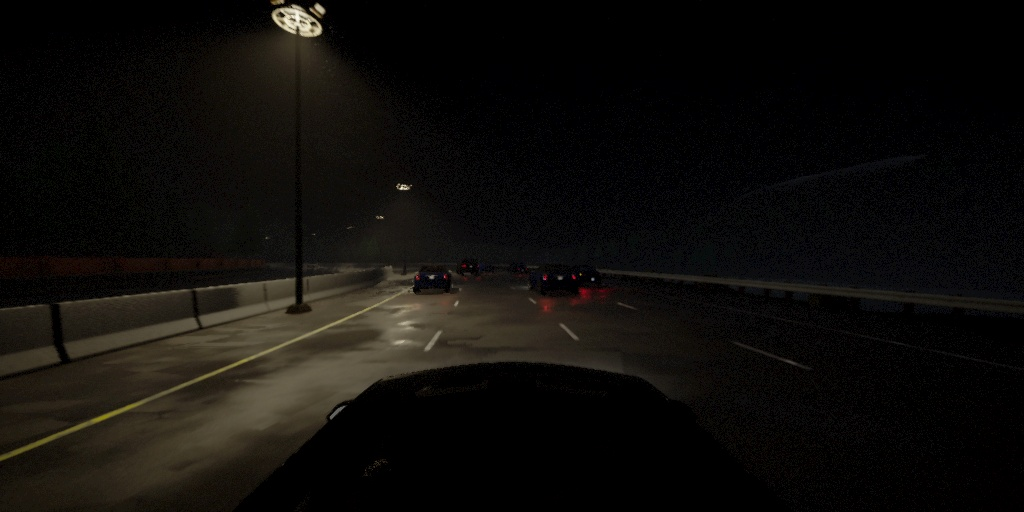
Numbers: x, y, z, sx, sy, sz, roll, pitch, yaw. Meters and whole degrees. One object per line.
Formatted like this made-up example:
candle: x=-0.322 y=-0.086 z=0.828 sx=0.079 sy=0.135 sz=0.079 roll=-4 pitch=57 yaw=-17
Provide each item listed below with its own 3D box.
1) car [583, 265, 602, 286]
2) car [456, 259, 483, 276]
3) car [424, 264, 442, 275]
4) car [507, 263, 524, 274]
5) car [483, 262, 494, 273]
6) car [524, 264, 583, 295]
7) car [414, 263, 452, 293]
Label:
car: x=5.128 y=1.409 z=26.706 sx=1.812 sy=1.442 sz=4.674 roll=0 pitch=0 yaw=-9
car: x=-5.531 y=1.350 z=44.250 sx=2.150 sy=2.045 sz=5.566 roll=0 pitch=0 yaw=-16
car: x=-11.089 y=1.794 z=50.048 sx=1.994 sy=1.385 sz=4.181 roll=0 pitch=0 yaw=-18
car: x=0.700 y=1.610 z=47.282 sx=1.812 sy=1.442 sz=4.674 roll=0 pitch=0 yaw=-16
car: x=-4.013 y=1.640 z=51.068 sx=1.882 sy=1.535 sz=5.008 roll=0 pitch=-1 yaw=-18
car: x=2.291 y=1.223 z=21.159 sx=2.097 sy=1.767 sz=4.553 roll=-1 pitch=0 yaw=-7
car: x=-4.991 y=1.314 z=23.023 sx=2.097 sy=1.767 sz=4.553 roll=-1 pitch=0 yaw=-8
